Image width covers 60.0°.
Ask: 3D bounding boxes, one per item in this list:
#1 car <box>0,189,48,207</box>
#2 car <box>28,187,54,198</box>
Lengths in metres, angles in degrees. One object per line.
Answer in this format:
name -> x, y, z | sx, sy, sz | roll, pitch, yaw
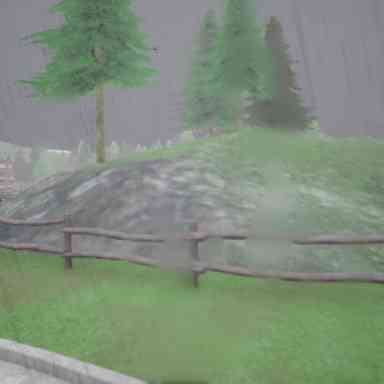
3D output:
car -> -18.317, 0.779, 36.081 | 1.812, 1.442, 4.674 | 0, 2, 15
car -> -27.008, 0.119, 57.358 | 2.150, 2.045, 5.566 | 0, 2, 15
